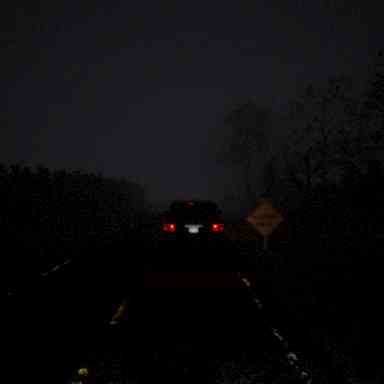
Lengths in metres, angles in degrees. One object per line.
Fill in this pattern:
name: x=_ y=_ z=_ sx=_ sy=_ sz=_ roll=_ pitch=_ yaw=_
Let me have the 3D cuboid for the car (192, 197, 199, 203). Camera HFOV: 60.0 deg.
car: x=0.868 y=2.248 z=91.190 sx=1.837 sy=1.490 sz=4.892 roll=0 pitch=-1 yaw=0

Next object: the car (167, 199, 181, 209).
car: x=-2.795 y=1.871 z=53.082 sx=1.882 sy=1.535 sz=5.008 roll=0 pitch=-1 yaw=0

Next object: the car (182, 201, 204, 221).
car: x=0.093 y=1.695 z=30.863 sx=1.882 sy=1.535 sz=5.008 roll=0 pitch=0 yaw=0

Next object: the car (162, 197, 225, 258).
car: x=0.071 y=1.311 z=13.256 sx=2.150 sy=2.045 sz=5.566 roll=0 pitch=0 yaw=0

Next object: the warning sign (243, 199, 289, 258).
warning sign: x=2.459 y=1.189 z=11.188 sx=1.300 sy=1.860 sz=1.060 roll=0 pitch=0 yaw=0

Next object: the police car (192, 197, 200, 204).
police car: x=0.864 y=2.072 z=81.301 sx=1.930 sy=1.638 sz=5.238 roll=0 pitch=-1 yaw=0
